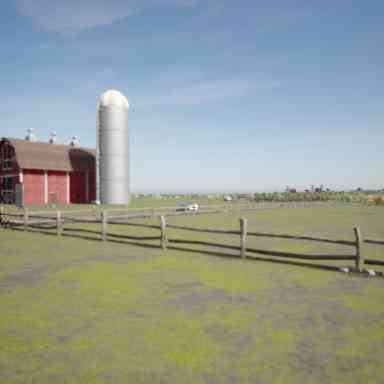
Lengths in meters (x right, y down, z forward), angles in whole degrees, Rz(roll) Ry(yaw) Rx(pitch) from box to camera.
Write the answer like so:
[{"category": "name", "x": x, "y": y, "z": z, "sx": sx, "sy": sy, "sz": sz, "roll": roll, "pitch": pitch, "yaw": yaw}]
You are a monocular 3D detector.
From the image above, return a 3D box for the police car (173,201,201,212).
[{"category": "police car", "x": -0.815, "y": 2.143, "z": 48.197, "sx": 2.038, "sy": 1.542, "sz": 4.974, "roll": -1, "pitch": -1, "yaw": 35}]
